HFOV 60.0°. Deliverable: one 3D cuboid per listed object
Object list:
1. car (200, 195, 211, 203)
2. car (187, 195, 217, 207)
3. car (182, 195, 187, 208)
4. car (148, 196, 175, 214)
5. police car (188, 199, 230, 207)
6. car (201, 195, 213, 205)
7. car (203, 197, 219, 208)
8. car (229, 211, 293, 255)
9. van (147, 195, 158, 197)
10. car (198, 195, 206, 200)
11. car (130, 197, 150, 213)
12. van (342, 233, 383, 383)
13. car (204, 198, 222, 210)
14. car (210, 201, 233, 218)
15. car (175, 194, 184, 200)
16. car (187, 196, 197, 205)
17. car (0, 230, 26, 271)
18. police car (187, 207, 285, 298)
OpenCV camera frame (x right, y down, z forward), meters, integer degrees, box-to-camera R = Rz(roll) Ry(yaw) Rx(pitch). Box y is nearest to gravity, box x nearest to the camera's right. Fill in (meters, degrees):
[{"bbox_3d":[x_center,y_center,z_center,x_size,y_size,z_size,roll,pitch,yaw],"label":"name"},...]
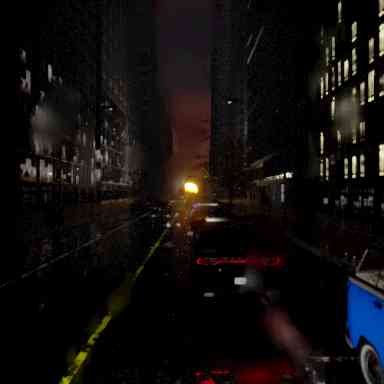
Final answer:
[{"bbox_3d":[2.660,1.376,65.151,1.967,1.590,4.097,0,0,0],"label":"car"},{"bbox_3d":[0.888,1.215,24.583,2.150,2.045,5.566,0,0,0],"label":"car"},{"bbox_3d":[-0.008,1.497,46.166,1.812,1.442,4.674,0,0,1],"label":"car"},{"bbox_3d":[-3.117,1.489,34.771,1.837,1.490,4.892,0,0,0],"label":"car"},{"bbox_3d":[0.891,1.417,18.663,1.930,1.638,5.238,0,0,0],"label":"police car"},{"bbox_3d":[2.662,1.387,59.459,1.967,1.590,4.097,0,0,0],"label":"car"},{"bbox_3d":[2.668,1.519,48.074,2.008,1.369,4.403,0,0,0],"label":"car"},{"bbox_3d":[2.684,1.576,13.919,1.802,1.307,4.206,0,0,0],"label":"car"},{"bbox_3d":[-5.713,1.310,48.074,1.690,1.788,3.998,0,0,0],"label":"van"},{"bbox_3d":[2.649,1.428,87.922,1.887,1.381,4.507,0,0,0],"label":"car"},{"bbox_3d":[-5.708,1.534,36.689,2.008,1.369,4.403,0,0,0],"label":"car"},{"bbox_3d":[2.689,1.340,2.535,1.690,1.788,3.998,0,0,0],"label":"van"},{"bbox_3d":[2.670,1.527,42.382,2.008,1.369,4.403,0,0,0],"label":"car"},{"bbox_3d":[2.676,1.569,30.997,1.802,1.307,4.206,0,0,0],"label":"car"},{"bbox_3d":[-3.046,1.220,93.396,2.097,1.767,4.553,0,0,0],"label":"car"},{"bbox_3d":[-0.029,1.450,60.128,1.837,1.490,4.892,0,0,0],"label":"car"},{"bbox_3d":[-5.695,1.578,8.226,1.802,1.307,4.206,0,0,0],"label":"car"},{"bbox_3d":[0.896,1.422,8.663,1.930,1.638,5.238,0,0,0],"label":"police car"}]
